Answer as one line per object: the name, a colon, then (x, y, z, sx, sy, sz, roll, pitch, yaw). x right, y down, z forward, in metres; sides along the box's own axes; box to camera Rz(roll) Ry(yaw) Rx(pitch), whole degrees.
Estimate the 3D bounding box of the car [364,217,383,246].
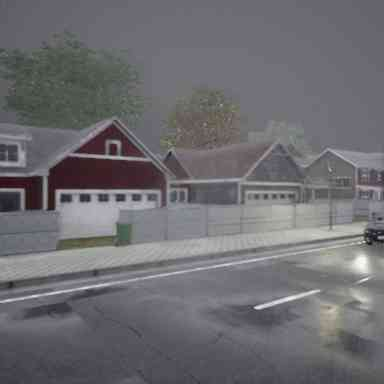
car: (9.372, 1.506, 14.328, 5.008, 1.535, 1.882, 0, 0, -35)
